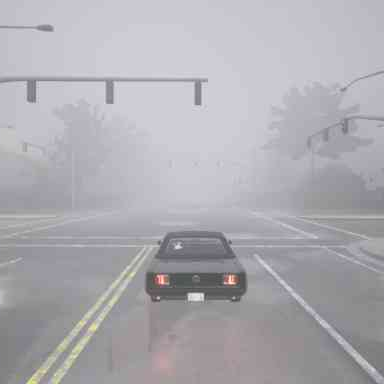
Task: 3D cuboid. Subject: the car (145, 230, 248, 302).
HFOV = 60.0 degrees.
[{"bbox_3d":[0.065,1.601,8.208,1.895,1.301,4.718,0,0,0],"label":"car"}]
